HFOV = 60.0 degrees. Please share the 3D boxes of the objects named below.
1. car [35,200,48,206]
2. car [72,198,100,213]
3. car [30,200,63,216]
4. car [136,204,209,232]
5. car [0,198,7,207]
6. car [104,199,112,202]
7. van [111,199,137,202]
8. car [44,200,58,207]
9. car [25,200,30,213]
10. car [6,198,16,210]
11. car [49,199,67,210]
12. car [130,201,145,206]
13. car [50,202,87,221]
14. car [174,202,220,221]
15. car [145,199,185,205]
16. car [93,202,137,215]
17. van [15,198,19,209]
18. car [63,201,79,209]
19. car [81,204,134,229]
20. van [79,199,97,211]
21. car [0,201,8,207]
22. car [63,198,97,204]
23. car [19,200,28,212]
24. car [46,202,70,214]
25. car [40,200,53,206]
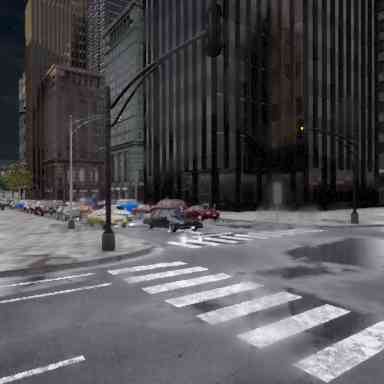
[{"bbox_3d":[-37.738,2.709,83.419,2.008,1.369,4.403,-1,0,-35],"label":"car"},{"bbox_3d":[-14.948,1.830,46.740,2.150,2.045,5.566,0,0,-36],"label":"car"},{"bbox_3d":[-17.693,1.900,40.452,2.192,1.841,5.009,-1,0,-35],"label":"car"},{"bbox_3d":[-1.457,1.791,22.151,2.033,1.411,5.357,0,-1,-35],"label":"car"},{"bbox_3d":[-41.273,2.666,73.672,1.887,1.381,4.507,-1,0,-35],"label":"car"},{"bbox_3d":[-11.180,1.874,46.050,2.192,1.841,5.009,-1,0,-35],"label":"car"},{"bbox_3d":[-8.240,1.832,41.899,1.690,1.788,3.998,-1,0,-35],"label":"van"},{"bbox_3d":[-31.714,2.594,74.935,1.947,1.339,4.313,-1,0,-35],"label":"car"},{"bbox_3d":[-20.516,2.195,44.436,1.887,1.381,4.507,-1,0,-35],"label":"car"},{"bbox_3d":[-31.936,2.353,60.517,1.967,1.590,4.097,-1,0,-35],"label":"car"},{"bbox_3d":[-24.054,2.170,59.569,2.097,1.767,4.553,0,-1,-35],"label":"car"},{"bbox_3d":[-5.294,2.004,37.748,1.802,1.307,4.206,-1,0,-35],"label":"car"},{"bbox_3d":[-12.031,2.004,32.485,2.008,1.369,4.403,-1,0,-35],"label":"car"},{"bbox_3d":[0.586,1.828,29.445,1.887,1.381,4.507,-1,0,-35],"label":"car"},{"bbox_3d":[-2.360,1.668,33.597,2.192,1.841,5.009,-1,0,-35],"label":"car"},{"bbox_3d":[-7.056,1.902,30.093,1.812,1.442,4.674,0,-1,-35],"label":"car"},{"bbox_3d":[-26.177,2.122,52.404,1.690,1.788,3.998,-1,0,-35],"label":"van"},{"bbox_3d":[-22.679,2.406,62.210,1.802,1.307,4.206,-1,0,-35],"label":"car"},{"bbox_3d":[-6.276,1.843,24.379,1.752,1.417,4.829,-1,0,-35],"label":"car"},{"bbox_3d":[-17.060,2.037,54.353,1.690,1.788,3.998,-1,0,-35],"label":"van"},{"bbox_3d":[-44.385,2.770,78.056,1.802,1.307,4.206,-1,0,-35],"label":"car"},{"bbox_3d":[-12.936,1.866,38.387,2.097,1.767,4.553,0,-1,-35],"label":"car"},{"bbox_3d":[-23.347,2.156,48.420,1.967,1.590,4.097,-1,0,-35],"label":"car"},{"bbox_3d":[-18.918,2.145,46.887,2.128,1.511,4.902,0,-1,-35],"label":"car"},{"bbox_3d":[-34.727,2.660,79.178,1.947,1.339,4.313,-1,0,-35],"label":"car"}]
